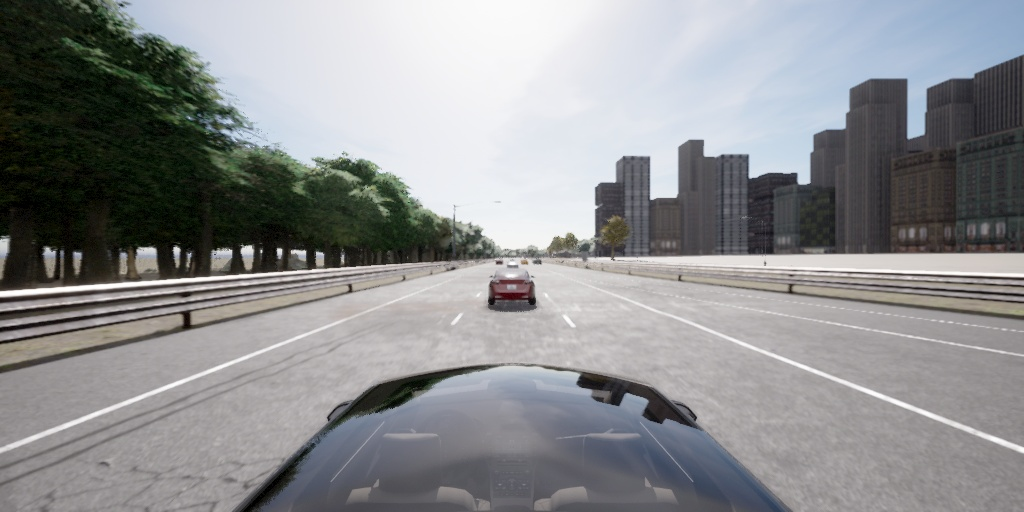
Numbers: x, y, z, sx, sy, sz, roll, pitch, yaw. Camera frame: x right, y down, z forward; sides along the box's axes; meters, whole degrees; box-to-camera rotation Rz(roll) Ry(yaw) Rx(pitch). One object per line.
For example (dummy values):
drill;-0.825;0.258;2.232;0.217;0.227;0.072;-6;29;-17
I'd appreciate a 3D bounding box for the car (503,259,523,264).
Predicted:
car;0.106;1.448;50.917;2.033;1.411;5.357;0;0;0

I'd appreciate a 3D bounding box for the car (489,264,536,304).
car;-0.007;1.272;16.552;2.163;1.488;4.792;0;0;0
